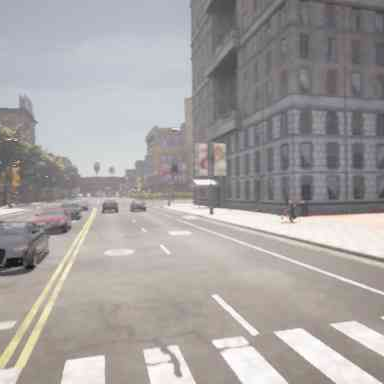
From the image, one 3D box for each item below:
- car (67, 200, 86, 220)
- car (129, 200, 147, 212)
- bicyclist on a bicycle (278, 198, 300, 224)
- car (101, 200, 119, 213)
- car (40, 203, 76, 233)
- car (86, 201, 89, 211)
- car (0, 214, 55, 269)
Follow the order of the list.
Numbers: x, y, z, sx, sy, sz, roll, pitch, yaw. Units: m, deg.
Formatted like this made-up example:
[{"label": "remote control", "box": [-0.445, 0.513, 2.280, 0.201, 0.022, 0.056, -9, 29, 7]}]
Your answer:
[{"label": "car", "box": [-11.091, 1.711, 30.367, 1.837, 1.490, 4.892, -1, 0, -14]}, {"label": "car", "box": [-6.863, 1.690, 42.202, 2.033, 1.411, 5.357, -1, 0, -15]}, {"label": "bicyclist on a bicycle", "box": [6.223, 1.209, 21.350, 1.656, 1.620, 0.582, -1, 0, -15]}, {"label": "car", "box": [-9.925, 1.695, 40.308, 1.837, 1.490, 4.892, -1, -1, -15]}, {"label": "car", "box": [-8.551, 1.683, 20.643, 1.812, 1.442, 4.674, -1, 0, -15]}, {"label": "car", "box": [-15.096, 1.831, 45.610, 2.033, 1.411, 5.357, -1, 0, -15]}, {"label": "car", "box": [-6.073, 1.674, 11.133, 1.994, 1.385, 4.181, -1, 0, -15]}]
